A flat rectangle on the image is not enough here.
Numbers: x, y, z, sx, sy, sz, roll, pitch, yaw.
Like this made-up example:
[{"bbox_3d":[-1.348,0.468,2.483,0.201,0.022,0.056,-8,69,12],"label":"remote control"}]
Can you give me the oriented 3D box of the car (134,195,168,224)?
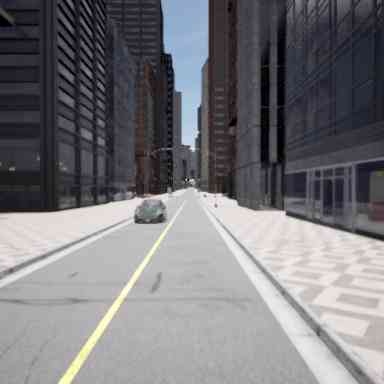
[{"bbox_3d":[-3.004,1.335,24.811,2.097,1.767,4.553,0,0,0],"label":"car"}]
